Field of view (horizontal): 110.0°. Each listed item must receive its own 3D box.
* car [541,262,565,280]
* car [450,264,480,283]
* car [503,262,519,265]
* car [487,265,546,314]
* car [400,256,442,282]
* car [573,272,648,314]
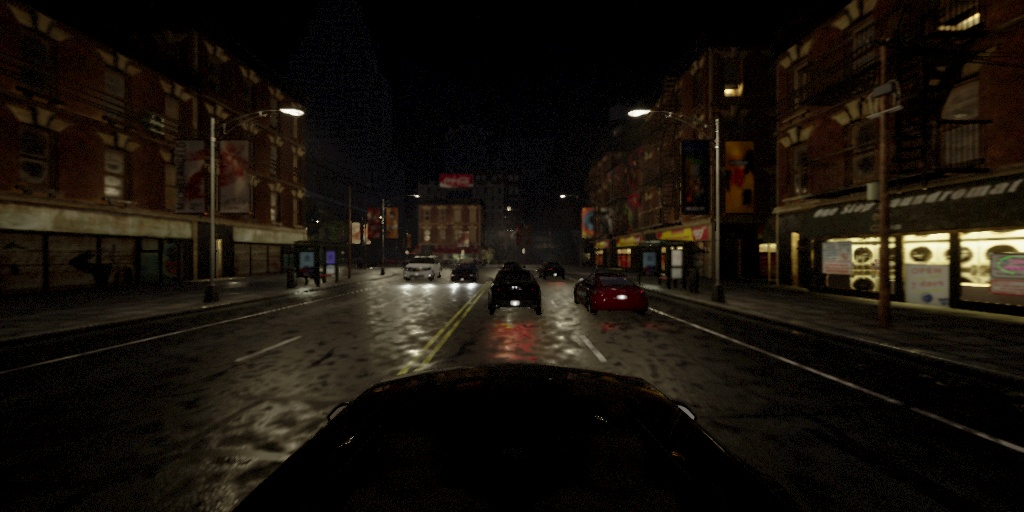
[{"bbox_3d":[3.380,1.266,31.556,1.837,1.490,4.892,0,0,-3],"label":"car"},{"bbox_3d":[-3.621,1.308,28.582,2.033,1.411,5.357,0,0,-1],"label":"car"},{"bbox_3d":[-0.114,1.265,31.612,1.837,1.490,4.892,0,0,-3],"label":"car"},{"bbox_3d":[0.100,1.259,13.889,1.837,1.490,4.892,0,0,0],"label":"car"},{"bbox_3d":[-7.152,0.983,29.317,2.150,2.045,5.566,0,0,-2],"label":"car"},{"bbox_3d":[3.601,1.318,13.750,1.994,1.385,4.181,0,0,0],"label":"car"}]
